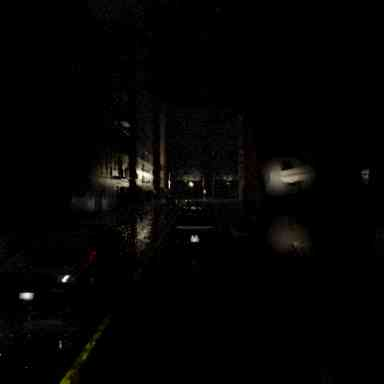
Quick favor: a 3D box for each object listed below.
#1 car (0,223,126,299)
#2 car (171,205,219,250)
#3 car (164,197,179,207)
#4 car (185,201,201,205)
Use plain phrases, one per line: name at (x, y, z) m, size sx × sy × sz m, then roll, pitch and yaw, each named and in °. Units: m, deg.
car at (-3.099, 1.570, 8.891) m, size 2.033 × 1.411 × 5.357 m, roll 0°, pitch 0°, yaw 0°
car at (0.103, 1.522, 14.558) m, size 2.128 × 1.511 × 4.902 m, roll 0°, pitch 0°, yaw 0°
car at (-3.058, 1.557, 50.981) m, size 1.837 × 1.490 × 4.892 m, roll 0°, pitch -1°, yaw 0°
car at (0.106, 1.590, 34.079) m, size 2.033 × 1.411 × 5.357 m, roll 0°, pitch 0°, yaw 0°
